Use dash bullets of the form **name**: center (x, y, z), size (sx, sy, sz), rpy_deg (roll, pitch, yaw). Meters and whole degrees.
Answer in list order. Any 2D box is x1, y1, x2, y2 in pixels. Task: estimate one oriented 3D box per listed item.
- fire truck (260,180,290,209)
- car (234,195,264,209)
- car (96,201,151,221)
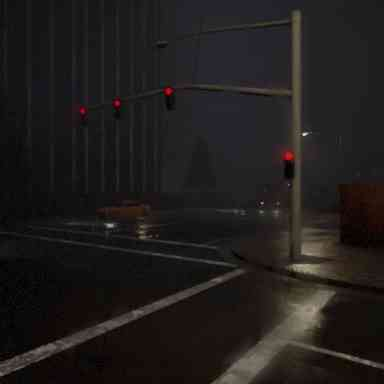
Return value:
- **fire truck**: center (12.433, 0.313, 46.090), size (2.891, 3.827, 8.468), rpy_deg (0, 0, 35)
- **car**: center (7.394, 1.474, 45.090), size (2.128, 1.511, 4.902), rpy_deg (0, 0, 36)
- **car**: center (-5.506, 1.472, 27.118), size (1.882, 1.535, 5.008), rpy_deg (0, 0, 36)
